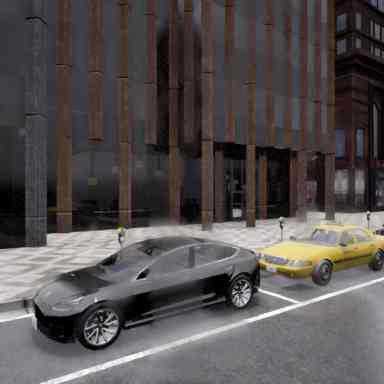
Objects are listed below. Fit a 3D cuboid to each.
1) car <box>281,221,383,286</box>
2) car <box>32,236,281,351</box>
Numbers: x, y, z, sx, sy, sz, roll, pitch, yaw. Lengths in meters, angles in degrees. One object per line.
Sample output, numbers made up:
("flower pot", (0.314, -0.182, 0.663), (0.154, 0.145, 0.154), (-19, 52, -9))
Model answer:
("car", (3.872, 1.526, 9.402), (4.829, 1.417, 1.752), (0, 0, -35))
("car", (-0.581, 1.566, 6.232), (4.313, 1.339, 1.947), (0, 0, -35))
